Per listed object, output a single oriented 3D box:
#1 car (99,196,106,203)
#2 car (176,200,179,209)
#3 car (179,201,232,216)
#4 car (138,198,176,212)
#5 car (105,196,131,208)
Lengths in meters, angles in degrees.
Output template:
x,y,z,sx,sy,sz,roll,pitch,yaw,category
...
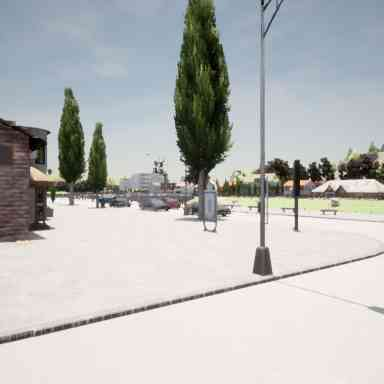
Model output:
x,y,z,sx,sy,sz,roll,pitch,yaw,category
-16.851,1.478,64.110,1.882,1.535,5.008,0,0,-36,car
-3.377,1.525,45.357,1.812,1.442,4.674,0,0,-36,car
1.360,1.547,31.560,2.033,1.411,5.357,0,0,-36,car
-4.529,1.547,39.764,2.033,1.411,5.357,0,0,-36,car
-10.397,1.564,47.984,1.994,1.385,4.181,0,0,-35,car
